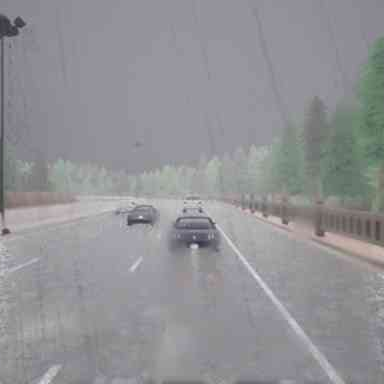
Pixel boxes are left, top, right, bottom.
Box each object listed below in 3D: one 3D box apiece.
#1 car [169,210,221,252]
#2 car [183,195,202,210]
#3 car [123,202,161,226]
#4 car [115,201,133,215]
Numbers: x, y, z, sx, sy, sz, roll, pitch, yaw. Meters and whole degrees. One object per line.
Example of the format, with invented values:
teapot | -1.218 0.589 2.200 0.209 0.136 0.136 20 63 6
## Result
car | 0.090 1.652 14.080 1.895 1.301 4.718 0 0 0
car | 0.070 1.368 40.307 2.150 2.045 5.566 0 0 0
car | -3.416 1.651 24.226 1.994 1.385 4.181 0 0 0
car | -6.926 1.654 35.653 1.812 1.442 4.674 0 0 0
